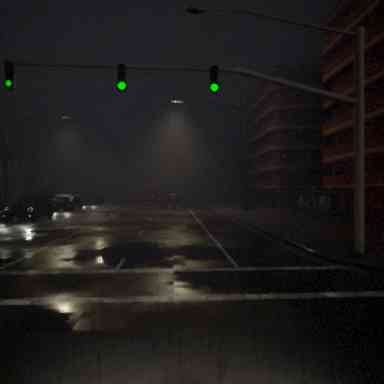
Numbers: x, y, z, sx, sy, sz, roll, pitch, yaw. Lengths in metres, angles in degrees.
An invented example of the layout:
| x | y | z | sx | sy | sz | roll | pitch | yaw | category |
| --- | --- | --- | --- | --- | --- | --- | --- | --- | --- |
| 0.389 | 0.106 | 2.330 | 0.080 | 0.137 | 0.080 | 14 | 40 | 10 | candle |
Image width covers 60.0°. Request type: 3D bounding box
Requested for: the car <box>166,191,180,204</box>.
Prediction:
| x | y | z | sx | sy | sz | roll | pitch | yaw | category |
| --- | --- | --- | --- | --- | --- | --- | --- | --- | --- |
| -2.643 | 0.924 | 47.394 | 2.128 | 1.511 | 4.902 | 0 | 1 | -4 | car |

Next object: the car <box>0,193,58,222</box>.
| x | y | z | sx | sy | sz | roll | pitch | yaw | category |
| --- | --- | --- | --- | --- | --- | --- | --- | --- | --- |
| -11.942 | 1.164 | 24.531 | 2.097 | 1.767 | 4.553 | 0 | 1 | -4 | car |

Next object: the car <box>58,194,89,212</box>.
| x | y | z | sx | sy | sz | roll | pitch | yaw | category |
| --- | --- | --- | --- | --- | --- | --- | --- | --- | --- |
| -12.538 | 1.198 | 34.159 | 2.033 | 1.411 | 5.357 | 0 | 1 | -3 | car |

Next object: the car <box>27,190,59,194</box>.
| x | y | z | sx | sy | sz | roll | pitch | yaw | category |
| --- | --- | --- | --- | --- | --- | --- | --- | --- | --- |
| -16.068 | 0.865 | 34.578 | 2.150 | 2.045 | 5.566 | 0 | 1 | -4 | car |

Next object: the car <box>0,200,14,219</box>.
| x | y | z | sx | sy | sz | roll | pitch | yaw | category |
| --- | --- | --- | --- | --- | --- | --- | --- | --- | --- |
| -15.501 | 1.363 | 25.284 | 1.994 | 1.385 | 4.181 | 0 | 1 | -4 | car |

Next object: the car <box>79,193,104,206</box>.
| x | y | z | sx | sy | sz | roll | pitch | yaw | category |
| --- | --- | --- | --- | --- | --- | --- | --- | --- | --- |
| -13.137 | 1.022 | 44.678 | 2.033 | 1.411 | 5.357 | 0 | 1 | -4 | car |

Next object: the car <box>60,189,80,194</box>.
| x | y | z | sx | sy | sz | roll | pitch | yaw | category |
| --- | --- | --- | --- | --- | --- | --- | --- | --- | --- |
| -16.663 | 0.690 | 44.976 | 2.150 | 2.045 | 5.566 | 0 | 1 | -2 | car |

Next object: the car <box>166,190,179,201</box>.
| x | y | z | sx | sy | sz | roll | pitch | yaw | category |
| --- | --- | --- | --- | --- | --- | --- | --- | --- | --- |
| -3.387 | 0.631 | 57.757 | 2.097 | 1.767 | 4.553 | 0 | 1 | -4 | car |

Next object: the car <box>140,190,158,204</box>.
| x | y | z | sx | sy | sz | roll | pitch | yaw | category |
| --- | --- | --- | --- | --- | --- | --- | --- | --- | --- |
| -6.138 | 0.656 | 47.200 | 2.150 | 2.045 | 5.566 | 0 | 1 | -3 | car |

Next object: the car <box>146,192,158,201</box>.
| x | y | z | sx | sy | sz | roll | pitch | yaw | category |
| --- | --- | --- | --- | --- | --- | --- | --- | --- | --- |
| -6.901 | 0.803 | 57.888 | 1.812 | 1.442 | 4.674 | 0 | 0 | -4 | car |
